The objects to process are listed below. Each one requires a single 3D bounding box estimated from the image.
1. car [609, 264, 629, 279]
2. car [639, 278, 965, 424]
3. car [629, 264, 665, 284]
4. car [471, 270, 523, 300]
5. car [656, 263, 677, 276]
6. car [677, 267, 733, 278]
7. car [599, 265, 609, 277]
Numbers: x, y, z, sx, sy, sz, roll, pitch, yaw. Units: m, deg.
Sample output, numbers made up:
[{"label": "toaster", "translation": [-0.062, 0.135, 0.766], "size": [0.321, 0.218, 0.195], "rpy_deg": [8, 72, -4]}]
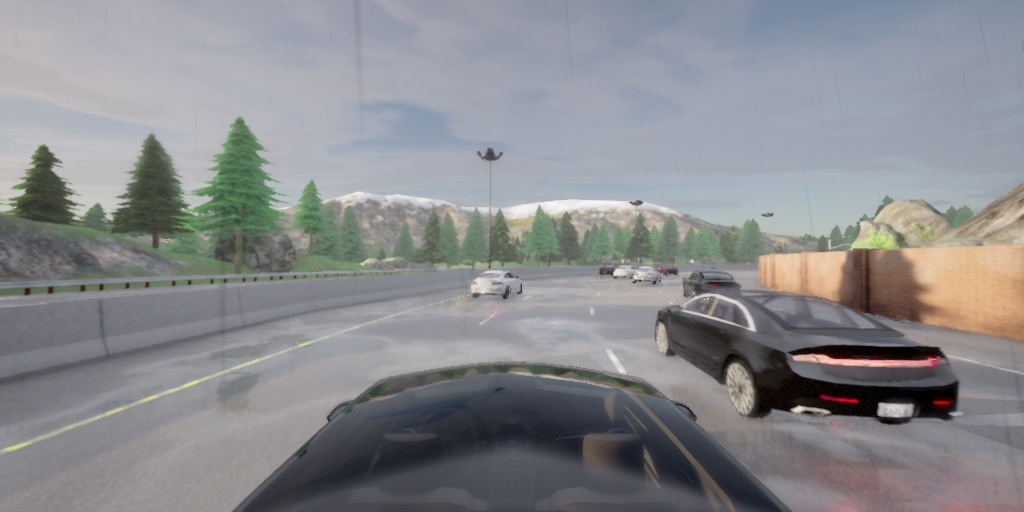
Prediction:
[{"label": "car", "translation": [12.427, 1.763, 38.659], "size": [1.812, 1.442, 4.674], "rpy_deg": [0, -1, 36]}, {"label": "car", "translation": [3.896, 1.302, 5.885], "size": [2.128, 1.511, 4.902], "rpy_deg": [0, -1, 4]}, {"label": "car", "translation": [11.858, 1.671, 31.406], "size": [1.812, 1.442, 4.674], "rpy_deg": [-1, -1, 30]}, {"label": "car", "translation": [-0.729, 1.496, 19.337], "size": [1.812, 1.442, 4.674], "rpy_deg": [0, -1, 16]}, {"label": "car", "translation": [20.326, 1.717, 47.668], "size": [4.553, 1.767, 2.097], "rpy_deg": [1, -1, -44]}, {"label": "car", "translation": [9.695, 1.474, 17.667], "size": [1.837, 1.490, 4.892], "rpy_deg": [-1, -1, 16]}, {"label": "car", "translation": [12.644, 1.791, 44.684], "size": [1.882, 1.535, 5.008], "rpy_deg": [-1, -2, 39]}]
